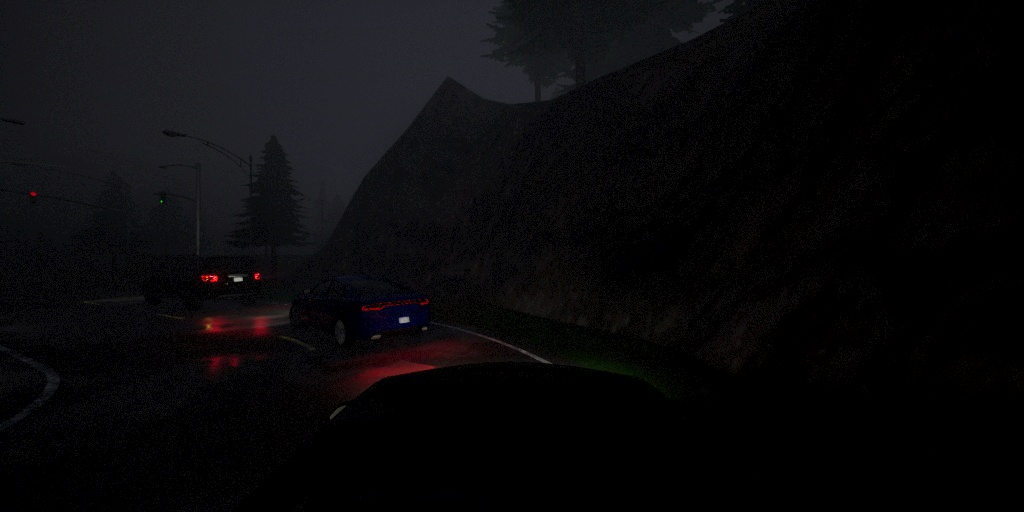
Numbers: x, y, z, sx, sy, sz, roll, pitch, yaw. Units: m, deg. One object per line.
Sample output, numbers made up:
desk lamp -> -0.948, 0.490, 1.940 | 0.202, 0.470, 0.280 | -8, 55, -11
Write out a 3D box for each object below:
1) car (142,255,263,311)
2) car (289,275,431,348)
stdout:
car -> -12.648, 0.971, 14.647 | 5.566, 2.045, 2.150 | 0, 0, 27
car -> -4.129, 1.228, 9.418 | 5.008, 1.535, 1.882 | 0, 0, 43
